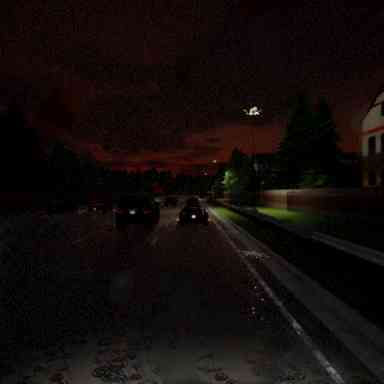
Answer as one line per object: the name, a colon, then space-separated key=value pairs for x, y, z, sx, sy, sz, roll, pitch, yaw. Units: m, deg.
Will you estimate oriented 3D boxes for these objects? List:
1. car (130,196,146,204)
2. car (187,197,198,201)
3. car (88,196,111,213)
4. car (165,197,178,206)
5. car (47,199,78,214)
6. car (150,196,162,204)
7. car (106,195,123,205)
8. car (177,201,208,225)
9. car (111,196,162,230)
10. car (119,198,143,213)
car: x=-10.377 y=1.565 z=64.216 sx=2.128 sy=1.511 sz=4.902 roll=0 pitch=0 yaw=0
car: x=0.122 y=1.543 z=57.046 sx=1.882 sy=1.535 sz=5.008 roll=0 pitch=0 yaw=0
car: x=-10.386 y=1.547 z=38.067 sx=1.837 sy=1.490 sz=4.892 roll=0 pitch=-1 yaw=0
car: x=-3.380 y=1.568 z=55.314 sx=1.837 sy=1.490 sz=4.892 roll=0 pitch=0 yaw=0
car: x=-13.886 y=1.519 z=35.933 sx=1.882 sy=1.535 sz=5.008 roll=0 pitch=0 yaw=0
car: x=-6.879 y=1.600 z=64.669 sx=1.812 sy=1.442 sz=4.674 roll=0 pitch=0 yaw=0
car: x=-13.876 y=1.421 z=59.822 sx=2.097 sy=1.767 sz=4.553 roll=0 pitch=0 yaw=0
car: x=0.109 y=1.592 z=24.041 sx=1.994 sy=1.385 sz=4.181 roll=0 pitch=0 yaw=0
car: x=-3.388 y=1.247 z=21.624 sx=2.150 sy=2.045 sz=5.566 roll=0 pitch=0 yaw=0
car: x=-6.886 y=1.522 z=38.239 sx=1.882 sy=1.535 sz=5.008 roll=0 pitch=0 yaw=0
